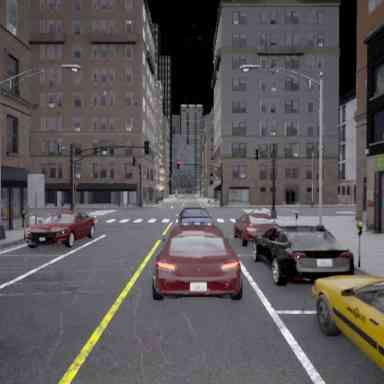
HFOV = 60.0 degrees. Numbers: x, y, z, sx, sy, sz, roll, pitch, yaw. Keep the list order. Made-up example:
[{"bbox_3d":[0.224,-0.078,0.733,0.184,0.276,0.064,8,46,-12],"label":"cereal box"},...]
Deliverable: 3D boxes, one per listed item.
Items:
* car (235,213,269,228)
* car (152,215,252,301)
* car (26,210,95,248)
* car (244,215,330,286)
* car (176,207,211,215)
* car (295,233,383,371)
[{"bbox_3d":[2.869,1.583,14.850,1.802,1.307,4.206,-1,0,0],"label":"car"},{"bbox_3d":[0.100,1.527,8.233,1.812,1.442,4.674,0,0,0],"label":"car"},{"bbox_3d":[-5.676,1.546,14.849,1.887,1.381,4.507,-1,0,0],"label":"car"},{"bbox_3d":[2.868,1.567,9.264,1.947,1.339,4.313,-1,0,0],"label":"car"},{"bbox_3d":[0.136,1.549,18.253,2.033,1.411,5.357,0,0,-3],"label":"car"},{"bbox_3d":[2.866,1.526,3.848,1.752,1.417,4.829,-1,0,0],"label":"car"}]
